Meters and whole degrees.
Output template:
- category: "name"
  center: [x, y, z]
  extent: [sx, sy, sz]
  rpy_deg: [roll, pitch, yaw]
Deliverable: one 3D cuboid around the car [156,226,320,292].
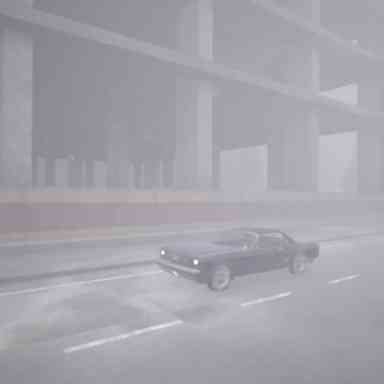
- category: "car"
  center: [1.411, 1.677, 9.293]
  extent: [4.718, 1.301, 1.895]
  rpy_deg: [1, -1, -35]
